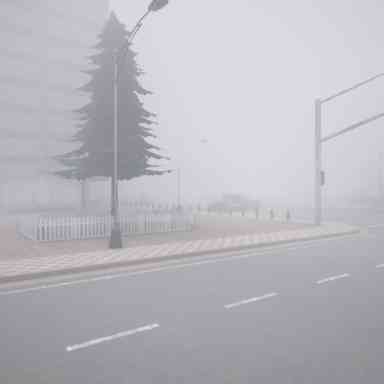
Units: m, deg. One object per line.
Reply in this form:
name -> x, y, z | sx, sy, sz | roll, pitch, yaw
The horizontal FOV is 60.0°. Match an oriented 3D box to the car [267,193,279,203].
car -> 17.728, 1.352, 78.519 | 1.970, 1.475, 3.806 | 0, 0, -36

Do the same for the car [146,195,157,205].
car -> -8.045, 1.331, 58.605 | 2.097, 1.767, 4.553 | 0, 0, -35

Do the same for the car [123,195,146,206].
car -> -9.994, 1.508, 55.296 | 1.812, 1.442, 4.674 | 0, 0, -35

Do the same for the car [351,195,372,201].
car -> 37.898, 1.310, 74.378 | 1.784, 1.438, 3.905 | 0, 0, -36

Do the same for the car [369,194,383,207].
car -> 27.334, 1.118, 45.441 | 1.932, 1.855, 4.605 | 0, 0, -36

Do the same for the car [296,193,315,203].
car -> 21.792, 1.356, 62.872 | 1.970, 1.475, 3.806 | 0, 0, -36

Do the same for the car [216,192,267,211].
car -> 5.705, 1.201, 39.306 | 2.150, 2.045, 5.566 | 0, 0, -36

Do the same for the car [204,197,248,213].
car -> 3.574, 1.546, 36.273 | 1.994, 1.385, 4.181 | 0, 0, -36

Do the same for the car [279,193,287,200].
car -> 20.086, 1.318, 80.198 | 1.784, 1.438, 3.905 | 0, 0, -36

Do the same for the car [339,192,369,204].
car -> 35.502, 1.101, 72.749 | 1.932, 1.855, 4.605 | 0, 0, -36

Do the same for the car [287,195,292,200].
car -> 22.242, 1.105, 81.796 | 1.932, 1.855, 4.605 | 0, 0, -36
